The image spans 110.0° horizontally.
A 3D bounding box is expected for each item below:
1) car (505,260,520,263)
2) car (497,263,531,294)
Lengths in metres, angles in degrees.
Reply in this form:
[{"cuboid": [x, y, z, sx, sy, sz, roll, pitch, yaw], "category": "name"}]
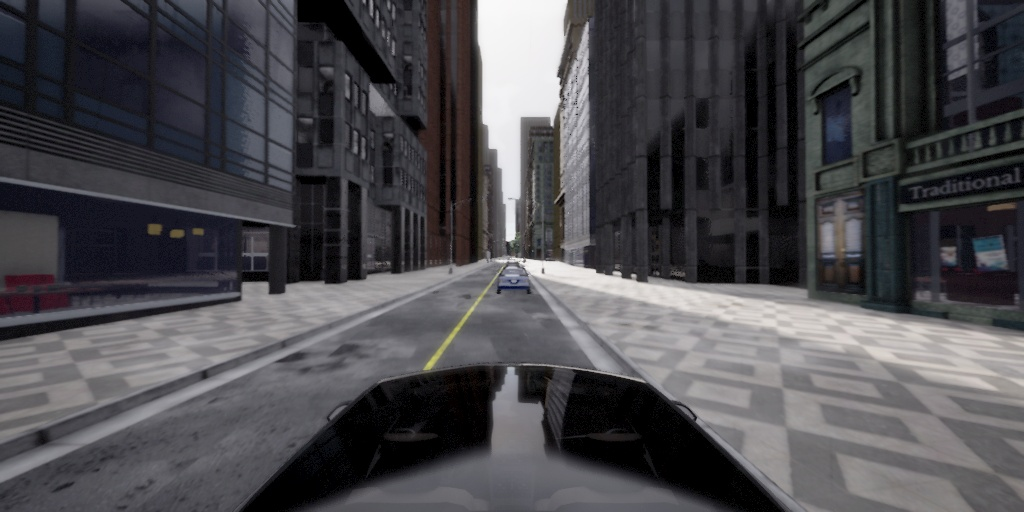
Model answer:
[{"cuboid": [0.096, 1.220, 48.496, 2.128, 1.511, 4.902, 0, 0, 0], "category": "car"}, {"cuboid": [0.098, 1.297, 20.466, 2.033, 1.411, 5.357, 0, 0, 0], "category": "car"}]
